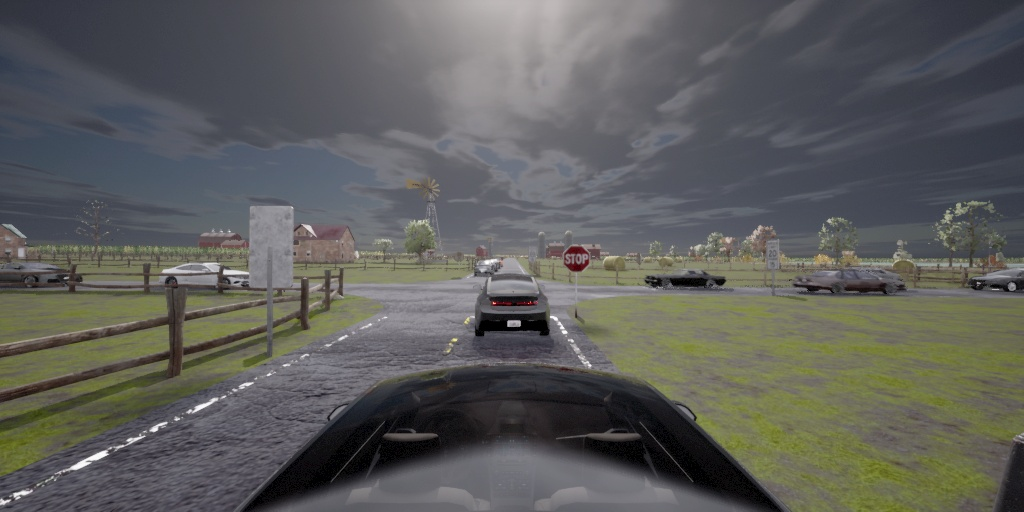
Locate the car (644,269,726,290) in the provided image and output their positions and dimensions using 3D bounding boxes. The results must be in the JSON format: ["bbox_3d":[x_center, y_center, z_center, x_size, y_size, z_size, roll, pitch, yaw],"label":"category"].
[{"bbox_3d":[11.226,1.490,23.533,4.718,1.301,1.895,1,-1,-3],"label":"car"}]

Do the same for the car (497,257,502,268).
[{"bbox_3d":[-2.789,1.241,46.514,2.128,1.511,4.902,0,0,0],"label":"car"}]

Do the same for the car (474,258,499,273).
[{"bbox_3d":[-2.809,1.243,37.069,2.128,1.511,4.902,0,0,0],"label":"car"}]

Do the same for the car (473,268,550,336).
[{"bbox_3d":[-0.061,1.256,10.378,1.837,1.490,4.892,0,0,-3],"label":"car"}]

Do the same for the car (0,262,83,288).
[{"bbox_3d":[-27.170,1.039,20.239,4.181,1.385,1.994,1,-1,-1],"label":"car"}]

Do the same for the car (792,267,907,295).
[{"bbox_3d":[19.438,1.484,20.812,5.357,1.411,2.033,1,-1,-1],"label":"car"}]

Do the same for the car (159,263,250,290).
[{"bbox_3d":[-17.217,1.103,20.359,4.674,1.442,1.812,1,-1,-1],"label":"car"}]

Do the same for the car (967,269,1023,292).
[{"bbox_3d":[33.547,1.604,23.922,4.892,1.490,1.837,1,-1,0],"label":"car"}]
